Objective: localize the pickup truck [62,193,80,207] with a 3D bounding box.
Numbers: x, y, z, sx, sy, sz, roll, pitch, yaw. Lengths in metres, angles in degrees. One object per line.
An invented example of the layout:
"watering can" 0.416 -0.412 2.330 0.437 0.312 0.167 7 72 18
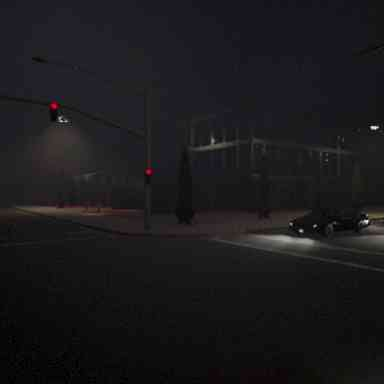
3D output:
"pickup truck" -17.366 1.048 49.217 2.390 2.098 6.274 0 0 -6

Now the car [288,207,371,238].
"car" 7.565 1.534 17.973 5.357 1.411 2.033 0 0 -35
